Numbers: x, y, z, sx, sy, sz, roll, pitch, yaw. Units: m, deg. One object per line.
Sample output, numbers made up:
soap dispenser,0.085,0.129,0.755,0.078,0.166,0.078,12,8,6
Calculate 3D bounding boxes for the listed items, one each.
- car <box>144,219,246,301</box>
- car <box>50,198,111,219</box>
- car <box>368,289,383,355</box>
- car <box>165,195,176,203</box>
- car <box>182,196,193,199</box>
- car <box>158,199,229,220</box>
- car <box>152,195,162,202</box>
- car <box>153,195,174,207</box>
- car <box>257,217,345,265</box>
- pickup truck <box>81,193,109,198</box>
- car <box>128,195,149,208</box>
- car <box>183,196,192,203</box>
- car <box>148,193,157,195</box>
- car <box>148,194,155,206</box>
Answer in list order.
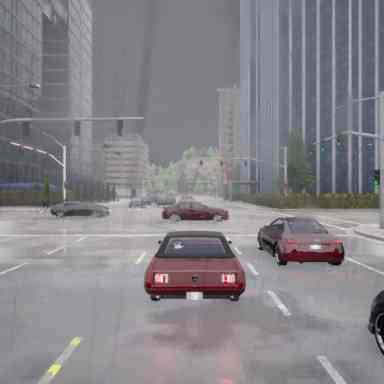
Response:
car,0.070,1.601,8.268,1.895,1.301,4.718,0,0,0
car,-9.406,1.492,28.180,4.902,1.511,2.128,0,0,0
car,3.608,1.564,3.216,1.994,1.385,4.181,0,0,-1
car,-4.556,1.525,71.826,2.128,1.511,4.902,0,0,-1
car,-0.659,1.352,46.424,2.097,1.767,4.553,0,0,0
car,0.222,1.477,24.758,5.008,1.535,1.882,0,0,0
car,-8.141,1.465,77.570,1.882,1.535,5.008,0,0,-1
car,-4.353,1.547,51.544,2.033,1.411,5.357,0,0,-1
car,3.576,1.564,11.627,1.994,1.385,4.181,0,0,0
pickup truck,-21.201,1.059,73.315,2.390,2.098,6.274,0,0,30
car,-7.796,1.526,47.443,1.812,1.442,4.674,0,0,1
car,-1.019,1.525,72.593,1.812,1.442,4.674,0,0,-1
car,-8.005,1.221,67.103,2.150,2.045,5.566,0,0,-1
car,-7.914,1.505,56.697,1.837,1.490,4.892,0,0,-1
